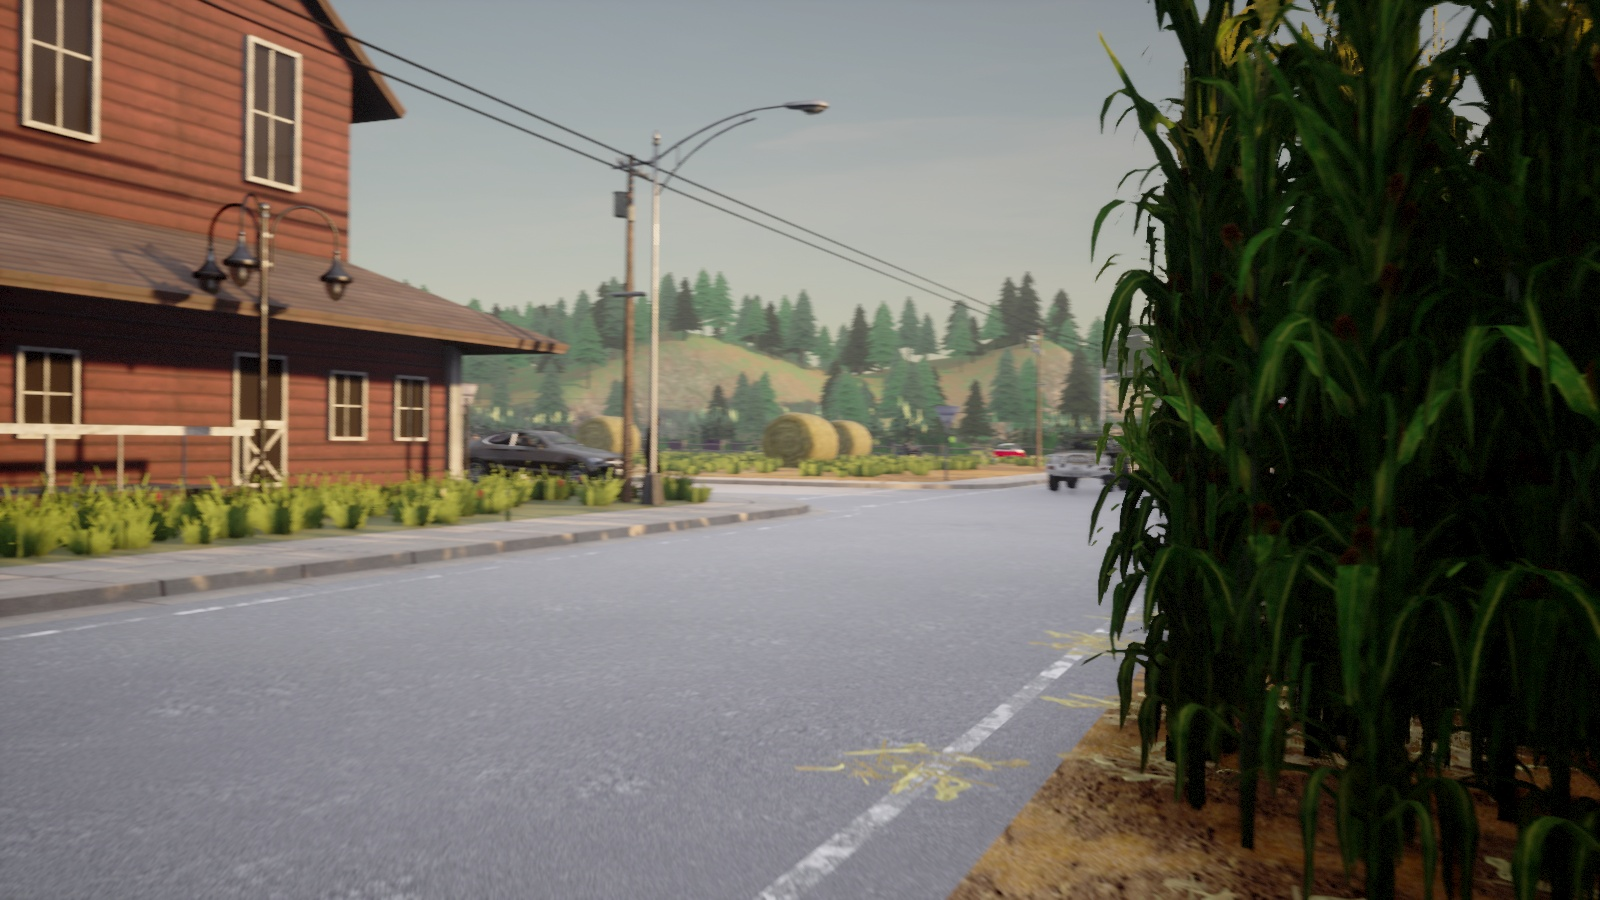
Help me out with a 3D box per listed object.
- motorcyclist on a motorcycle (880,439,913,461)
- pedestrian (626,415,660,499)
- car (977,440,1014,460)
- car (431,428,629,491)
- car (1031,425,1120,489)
[{"bbox_3d":[6.957,-0.010,90.364,2.191,1.530,0.866,0,0,25],"label":"motorcyclist on a motorcycle"},{"bbox_3d":[-3.661,0.159,29.343,0.692,1.930,0.395,0,0,14],"label":"pedestrian"},{"bbox_3d":[13.607,0.000,87.240,2.207,1.376,1.481,0,0,25],"label":"car"},{"bbox_3d":[-7.528,0.251,35.020,5.027,1.651,2.152,0,0,21],"label":"car"},{"bbox_3d":[8.663,0.201,39.180,1.932,1.855,4.605,0,0,22],"label":"car"}]
